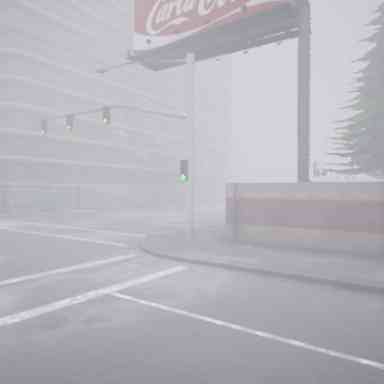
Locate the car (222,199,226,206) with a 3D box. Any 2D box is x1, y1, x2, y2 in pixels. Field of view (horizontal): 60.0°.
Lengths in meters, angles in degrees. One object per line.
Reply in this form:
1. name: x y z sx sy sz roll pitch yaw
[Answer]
1. car: 6.375 1.345 51.011 2.128 1.511 4.902 0 0 36
